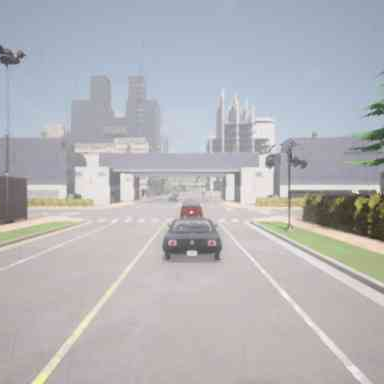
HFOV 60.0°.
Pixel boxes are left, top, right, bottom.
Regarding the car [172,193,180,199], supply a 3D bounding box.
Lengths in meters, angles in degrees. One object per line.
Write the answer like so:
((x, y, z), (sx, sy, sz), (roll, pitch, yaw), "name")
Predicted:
((-4.247, 1.074, 88.954), (1.837, 1.490, 4.892), (0, 0, 0), "car")

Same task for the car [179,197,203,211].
((-0.062, 1.475, 29.282), (1.882, 1.535, 5.008), (0, 0, -1), "car")

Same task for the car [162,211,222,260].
((0.026, 1.593, 12.440), (1.895, 1.301, 4.718), (0, 0, 0), "car")

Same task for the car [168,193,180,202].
((-4.230, 1.495, 73.306), (2.128, 1.511, 4.902), (0, 0, 0), "car")
